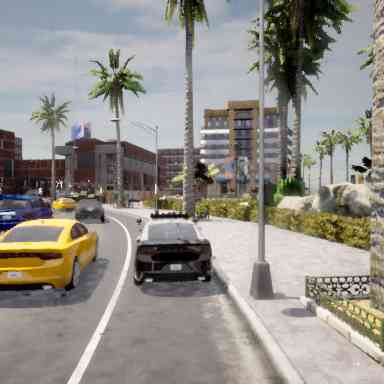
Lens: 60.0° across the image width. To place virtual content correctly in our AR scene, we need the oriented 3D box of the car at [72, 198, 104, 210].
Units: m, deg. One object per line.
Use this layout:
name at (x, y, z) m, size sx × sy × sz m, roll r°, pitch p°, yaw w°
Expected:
car at (-8.205, 1.346, 26.392) m, size 2.097 × 1.767 × 4.553 m, roll 0°, pitch 0°, yaw -20°

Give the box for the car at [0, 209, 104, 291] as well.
car at (-3.794, 1.475, 9.034) m, size 1.882 × 1.535 × 5.008 m, roll 0°, pitch 0°, yaw -7°

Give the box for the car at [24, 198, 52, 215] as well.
car at (-16.471, 1.478, 35.500) m, size 2.128 × 1.511 × 4.902 m, roll 0°, pitch 0°, yaw -32°

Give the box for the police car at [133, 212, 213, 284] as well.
police car at (-0.678, 1.424, 9.770) m, size 1.930 × 1.638 × 5.238 m, roll 0°, pitch 0°, yaw -7°

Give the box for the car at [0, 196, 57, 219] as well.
car at (-8.801, 1.214, 17.361) m, size 2.150 × 2.045 × 5.566 m, roll 0°, pitch 0°, yaw -14°

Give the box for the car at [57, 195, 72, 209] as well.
car at (-15.432, 1.465, 40.071) m, size 1.882 × 1.535 × 5.008 m, roll 0°, pitch 0°, yaw -36°
